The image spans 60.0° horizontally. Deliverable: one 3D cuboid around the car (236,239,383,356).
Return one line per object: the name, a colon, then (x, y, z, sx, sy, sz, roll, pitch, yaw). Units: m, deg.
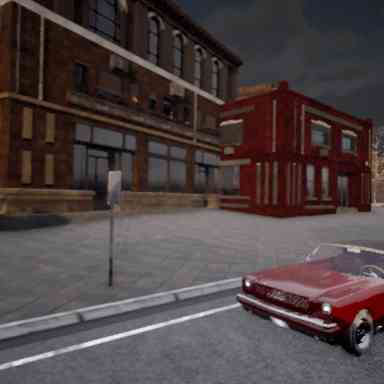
car: (3.088, 1.626, 6.205, 4.718, 1.301, 1.895, 0, 0, -36)
